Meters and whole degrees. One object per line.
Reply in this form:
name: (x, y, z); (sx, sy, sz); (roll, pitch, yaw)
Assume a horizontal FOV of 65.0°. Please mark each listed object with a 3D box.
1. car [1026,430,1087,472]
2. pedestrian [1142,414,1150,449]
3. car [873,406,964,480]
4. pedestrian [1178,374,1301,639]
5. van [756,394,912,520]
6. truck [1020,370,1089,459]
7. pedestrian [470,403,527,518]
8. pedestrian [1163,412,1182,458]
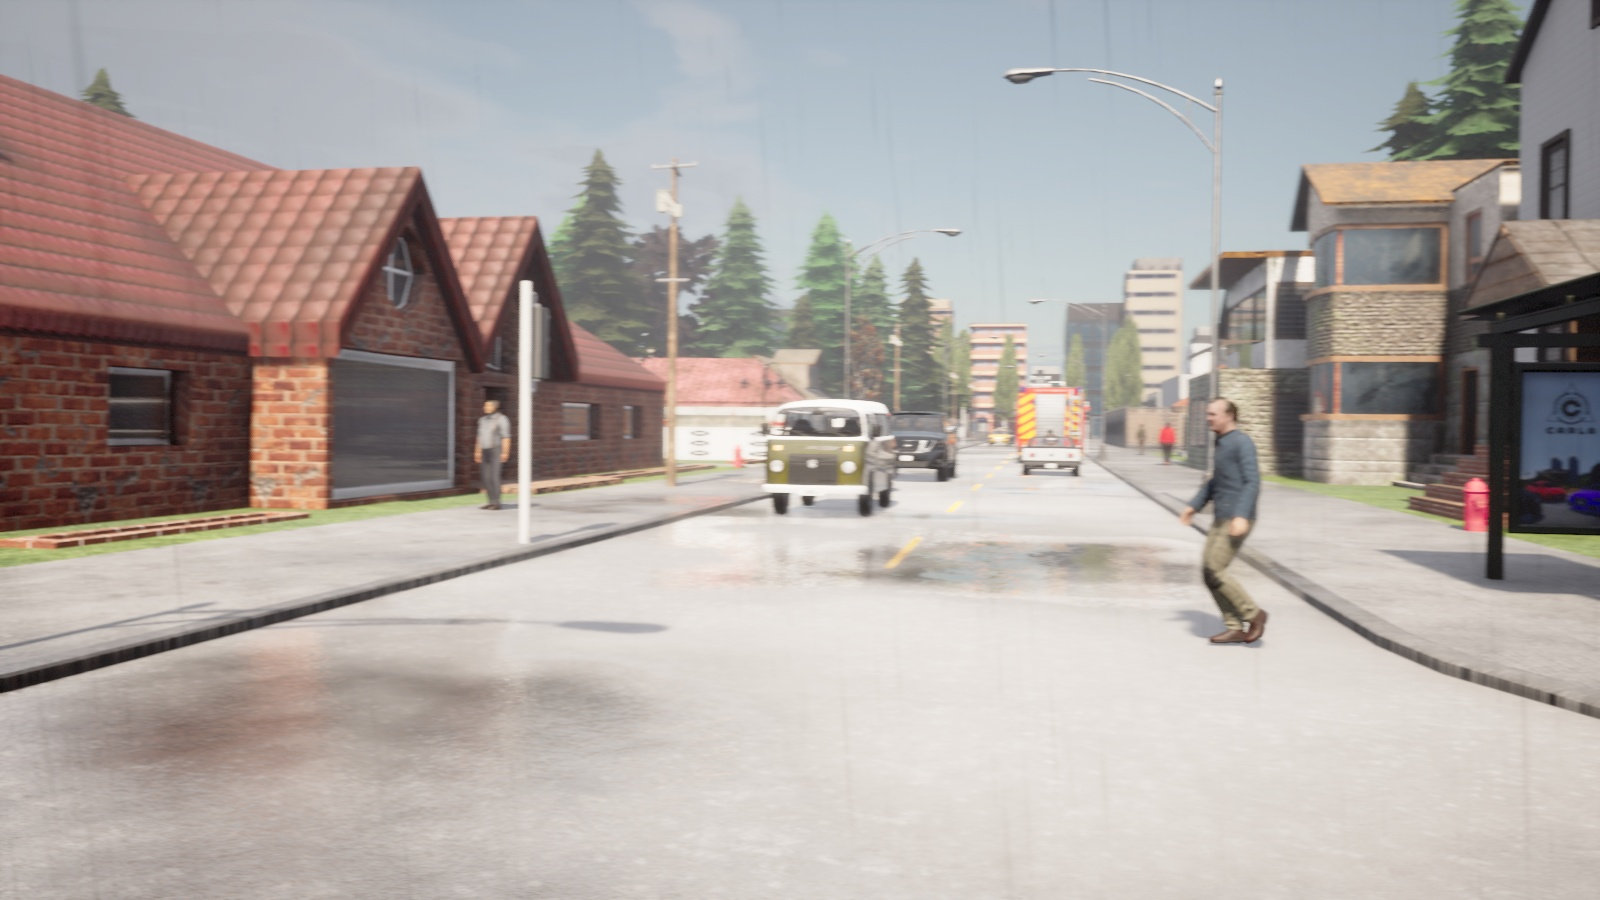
car: (8.631, -0.004, 42.321); (1.895, 1.301, 4.718); (0, 1, 11)
pedestrian: (19.561, -1.055, 70.938); (0.395, 1.930, 0.692); (0, 1, 11)
car: (3.661, -0.248, 37.764); (2.150, 2.045, 5.566); (0, 1, 11)
pedestrian: (3.132, 0.390, 8.967); (0.726, 1.842, 0.402); (-1, 1, -6)
van: (0.740, 0.073, 22.813); (2.069, 2.038, 4.480); (0, 1, 12)
truck: (11.735, -1.606, 58.177); (2.891, 3.827, 8.468); (0, 1, 11)
pedestrian: (-4.944, 0.159, 20.593); (0.540, 1.848, 0.694); (0, 1, 34)
pedestrian: (15.040, -0.620, 50.659); (0.634, 1.844, 0.899); (0, 1, 22)
